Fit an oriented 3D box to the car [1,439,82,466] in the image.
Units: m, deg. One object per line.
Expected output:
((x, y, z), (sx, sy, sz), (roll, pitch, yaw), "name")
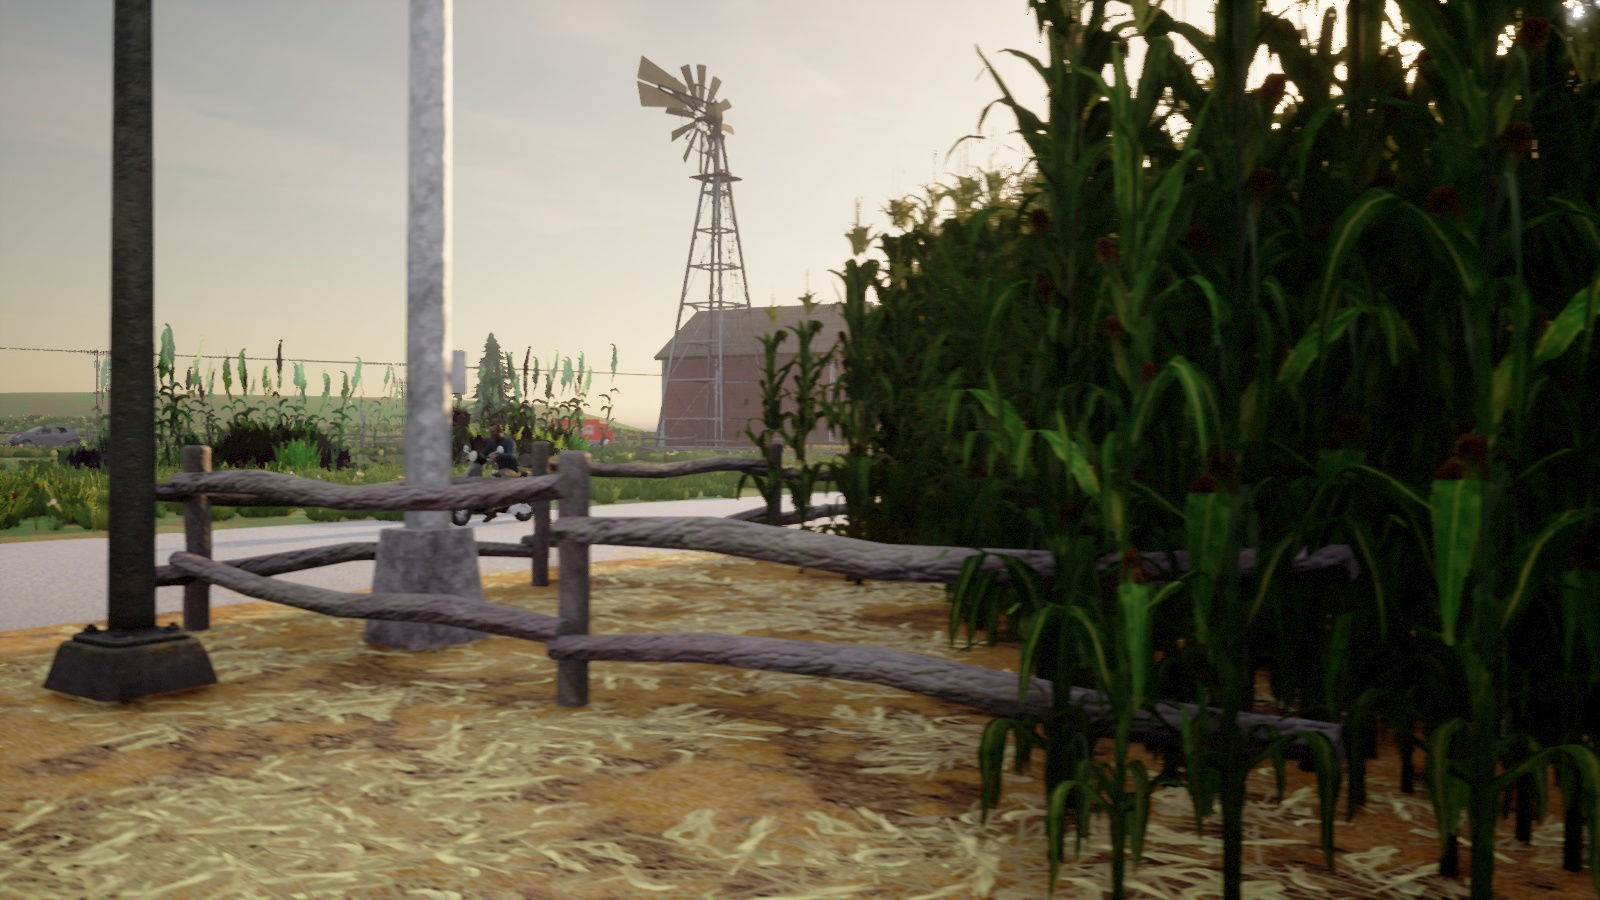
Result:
((-44.576, 0.135, 73.853), (1.845, 1.501, 3.633), (0, 1, 39), "car")

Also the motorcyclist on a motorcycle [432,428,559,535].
((-4.755, 0.458, 19.708), (0.866, 1.590, 1.817), (0, 1, 33), "motorcyclist on a motorcycle")
